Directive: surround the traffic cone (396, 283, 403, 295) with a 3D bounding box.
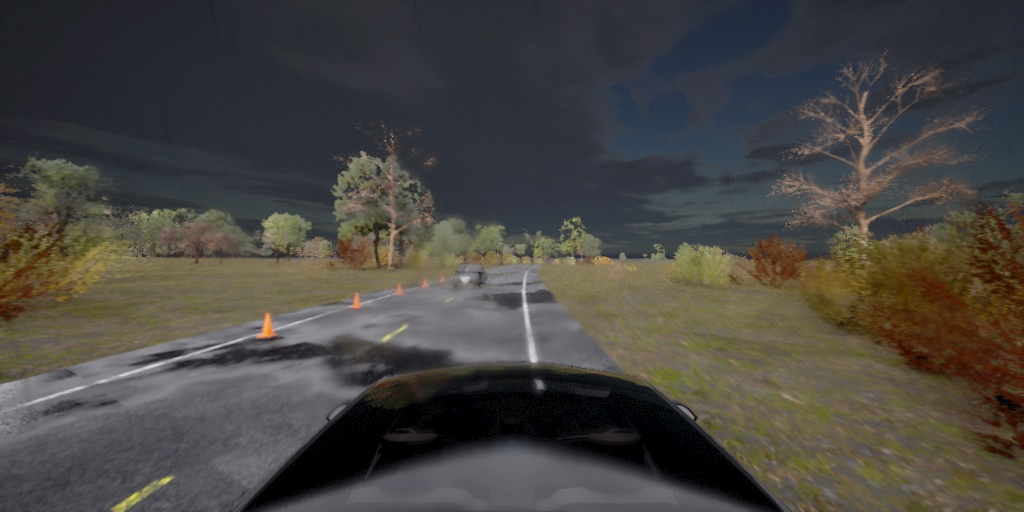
[{"bbox_3d":[-5.990,1.760,19.150,0.340,0.580,0.340,0,0,2],"label":"traffic cone"}]

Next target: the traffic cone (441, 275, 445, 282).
[{"bbox_3d":[-5.655,1.811,29.185,0.340,0.580,0.340,0,0,2],"label":"traffic cone"}]

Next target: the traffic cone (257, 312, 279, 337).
[{"bbox_3d":[-6.198,1.729,9.113,0.340,0.580,0.340,0,0,1],"label":"traffic cone"}]

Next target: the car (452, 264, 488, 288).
[{"bbox_3d":[-2.768,1.314,24.411,2.128,1.511,4.902,0,0,2],"label":"car"}]

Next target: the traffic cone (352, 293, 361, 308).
[{"bbox_3d":[-6.110,1.741,14.132,0.340,0.580,0.340,0,0,1],"label":"traffic cone"}]

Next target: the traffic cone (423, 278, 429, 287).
[{"bbox_3d":[-5.838,1.783,24.168,0.340,0.580,0.340,0,0,2],"label":"traffic cone"}]
